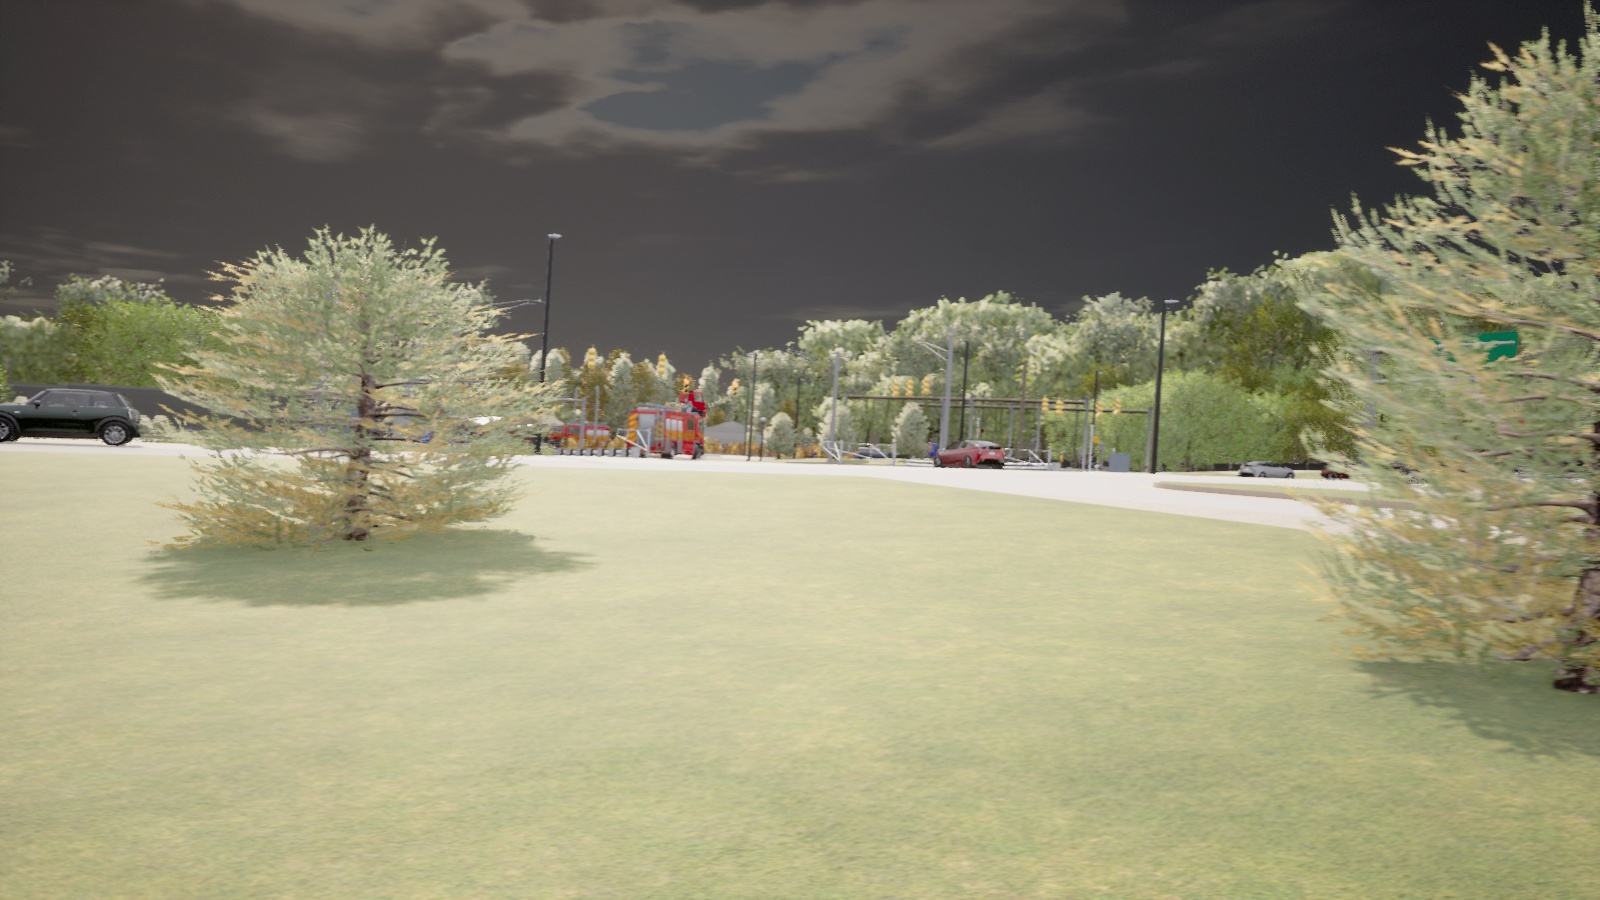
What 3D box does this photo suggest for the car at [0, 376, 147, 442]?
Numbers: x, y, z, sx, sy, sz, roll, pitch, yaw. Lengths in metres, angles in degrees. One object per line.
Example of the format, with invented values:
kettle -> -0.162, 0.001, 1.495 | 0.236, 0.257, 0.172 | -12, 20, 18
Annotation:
car -> -22.477, -1.236, 38.060 | 4.553, 1.767, 2.097 | 3, 1, -23

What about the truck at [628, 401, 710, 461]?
truck -> -9.297, -1.284, 90.448 | 2.891, 3.827, 8.468 | 2, -1, 15

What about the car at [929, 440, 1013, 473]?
car -> 8.424, 0.322, 62.219 | 2.007, 1.525, 4.514 | 3, -1, -23
